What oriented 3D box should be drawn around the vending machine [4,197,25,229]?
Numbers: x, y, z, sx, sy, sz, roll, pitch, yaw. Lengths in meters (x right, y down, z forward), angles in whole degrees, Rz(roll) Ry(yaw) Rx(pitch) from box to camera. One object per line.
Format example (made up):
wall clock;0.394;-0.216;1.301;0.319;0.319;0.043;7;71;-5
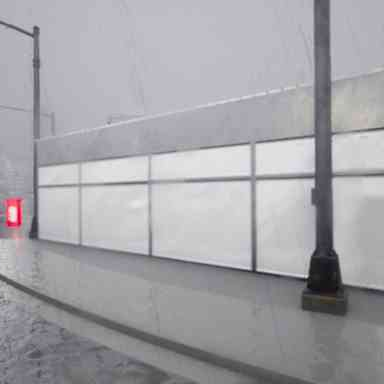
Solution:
vending machine;-12.092;1.417;22.652;1.100;2.100;0.880;0;0;-18
